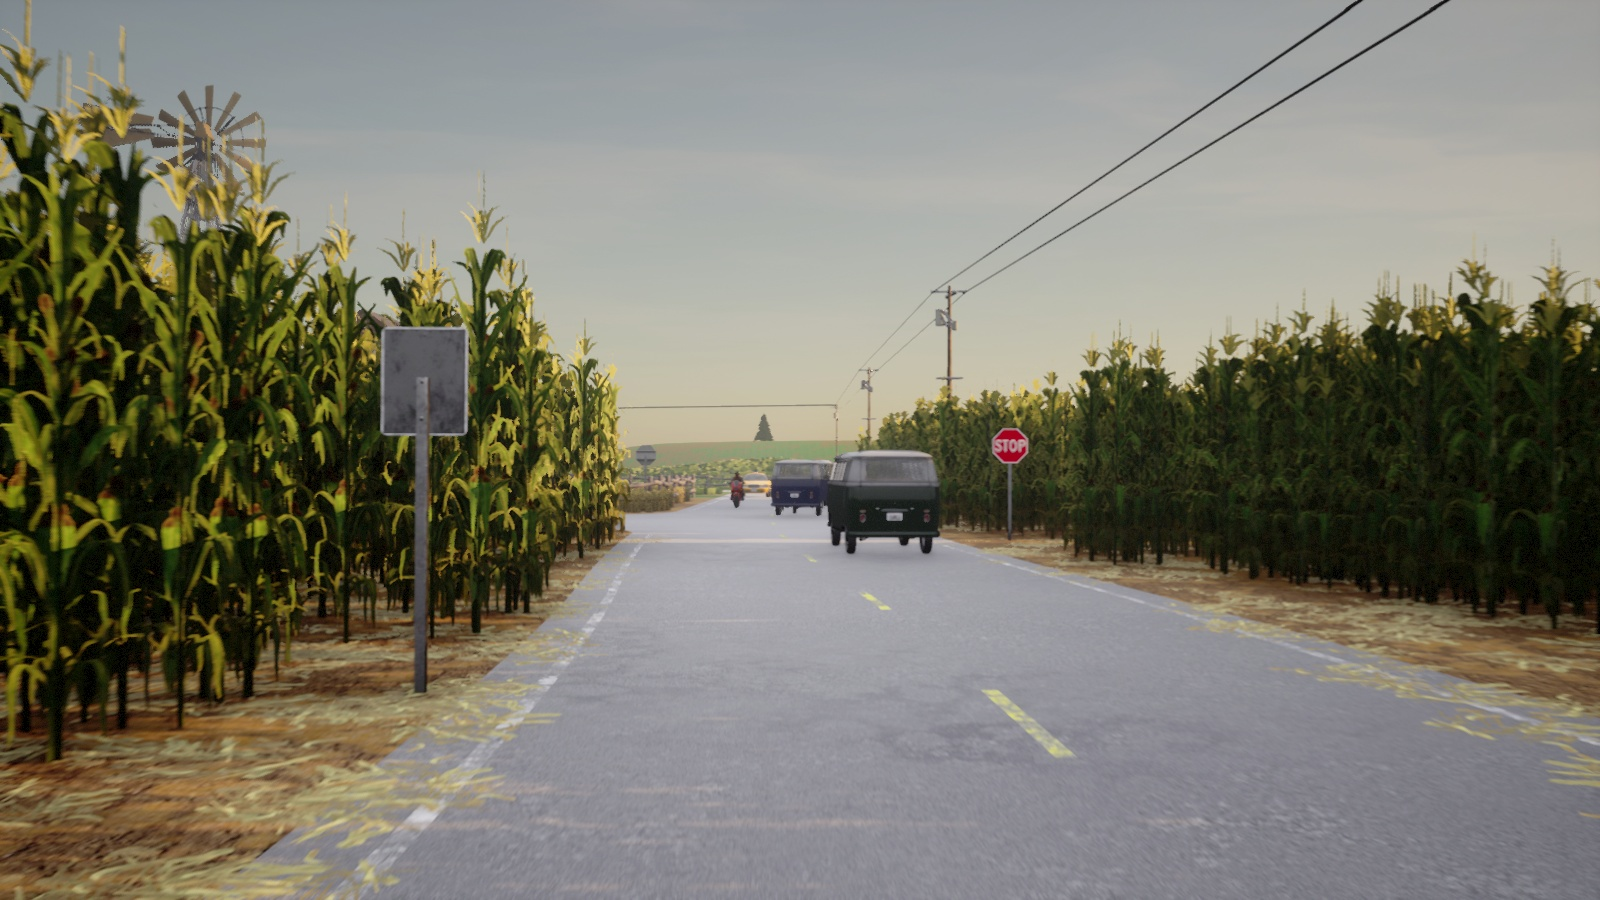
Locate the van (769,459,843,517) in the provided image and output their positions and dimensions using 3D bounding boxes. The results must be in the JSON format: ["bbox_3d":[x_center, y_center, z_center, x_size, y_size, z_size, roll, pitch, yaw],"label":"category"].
[{"bbox_3d":[0.266,1.326,45.312,1.775,1.987,4.442,0,-1,12],"label":"van"}]

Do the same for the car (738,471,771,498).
[{"bbox_3d":[-2.680,2.026,75.296,1.801,1.575,5.366,0,-1,0],"label":"car"}]

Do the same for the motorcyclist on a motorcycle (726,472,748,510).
[{"bbox_3d":[-2.638,1.687,52.556,0.797,1.523,2.044,0,0,0],"label":"motorcyclist on a motorcycle"}]

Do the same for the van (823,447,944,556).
[{"bbox_3d":[1.577,0.983,25.209,1.775,1.987,4.442,0,-1,-5],"label":"van"}]
